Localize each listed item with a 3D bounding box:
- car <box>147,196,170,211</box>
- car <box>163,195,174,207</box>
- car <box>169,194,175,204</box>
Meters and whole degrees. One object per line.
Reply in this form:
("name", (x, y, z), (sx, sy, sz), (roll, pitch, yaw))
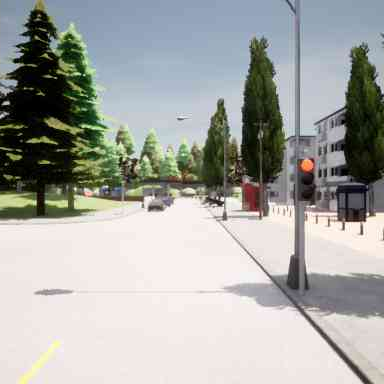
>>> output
("car", (-4.172, 1.547, 40.101), (2.033, 1.411, 5.357), (0, 0, 0))
("car", (-4.176, 1.564, 50.039), (1.994, 1.385, 4.181), (0, 0, 0))
("car", (-4.148, 1.505, 60.031), (1.837, 1.490, 4.892), (0, 0, 0))
